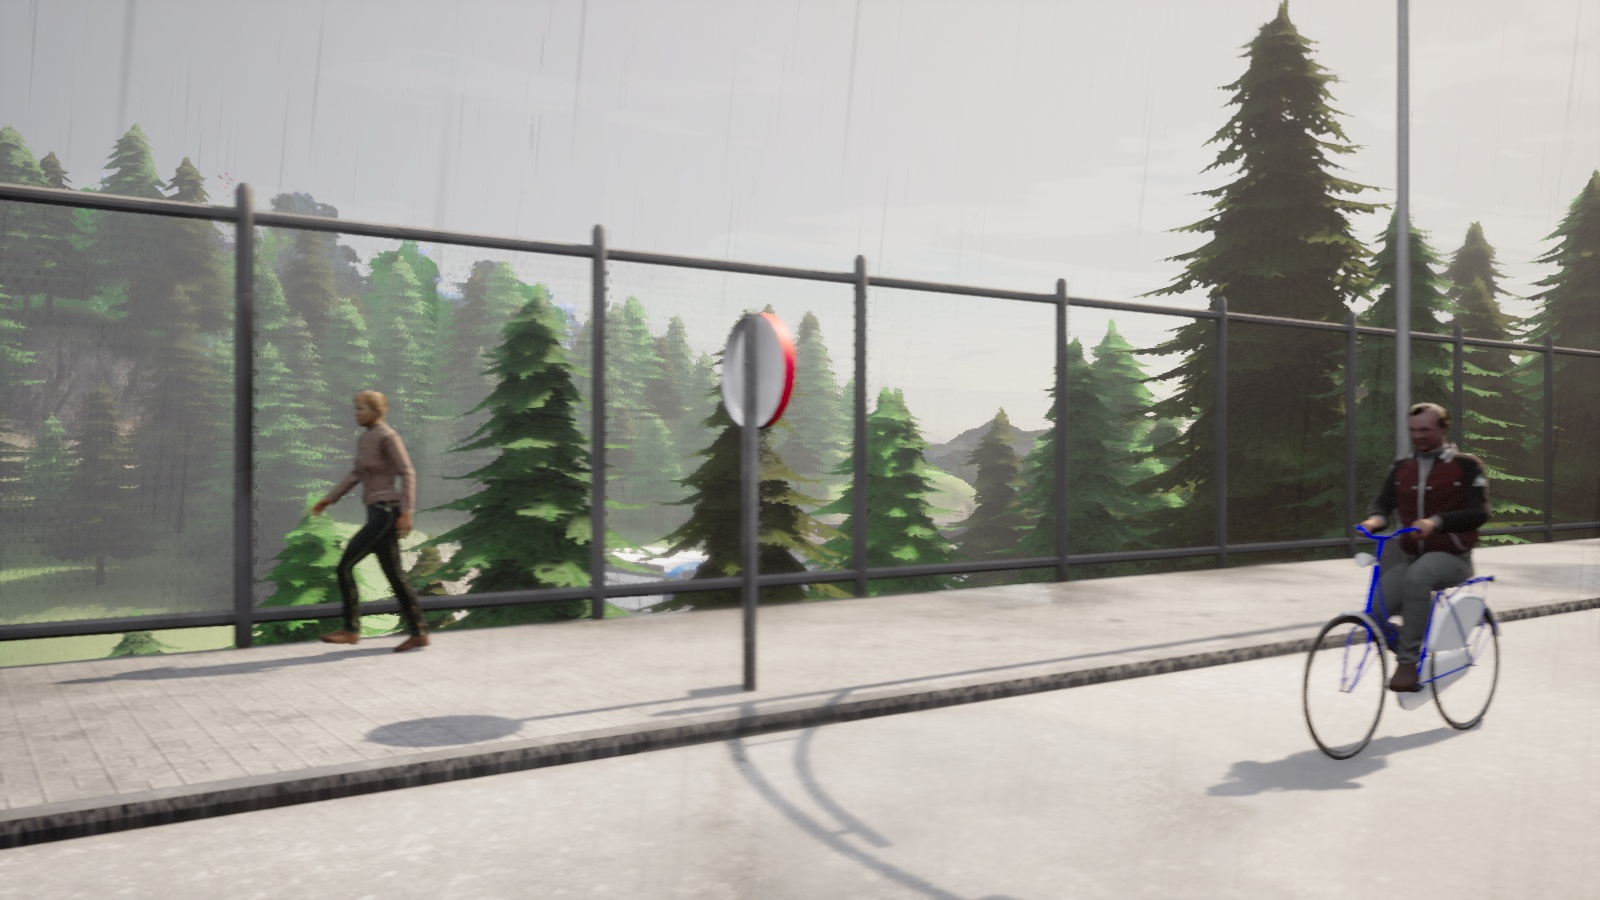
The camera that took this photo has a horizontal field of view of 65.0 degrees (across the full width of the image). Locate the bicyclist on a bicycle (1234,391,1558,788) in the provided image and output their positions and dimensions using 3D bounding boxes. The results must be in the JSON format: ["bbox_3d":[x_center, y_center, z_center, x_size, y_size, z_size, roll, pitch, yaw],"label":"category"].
[{"bbox_3d":[3.074,0.625,6.405,1.843,1.776,0.659,0,0,-35],"label":"bicyclist on a bicycle"}]

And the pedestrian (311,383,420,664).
[{"bbox_3d":[-2.957,0.482,8.553,0.634,1.846,0.331,0,0,-34],"label":"pedestrian"}]
